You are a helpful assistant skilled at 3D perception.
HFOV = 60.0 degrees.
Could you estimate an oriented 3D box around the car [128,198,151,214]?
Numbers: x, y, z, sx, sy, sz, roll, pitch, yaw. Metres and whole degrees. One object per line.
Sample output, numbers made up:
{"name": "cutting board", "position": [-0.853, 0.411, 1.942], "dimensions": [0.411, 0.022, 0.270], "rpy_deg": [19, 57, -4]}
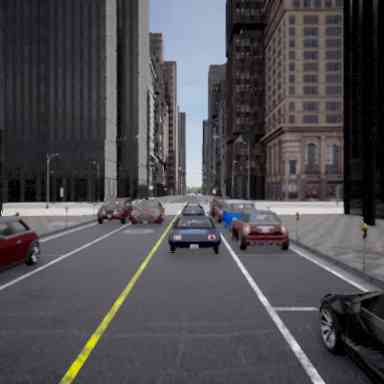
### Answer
{"name": "car", "position": [-5.748, 1.524, 36.840], "dimensions": [1.967, 1.590, 4.097], "rpy_deg": [0, 0, 0]}

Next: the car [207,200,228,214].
{"name": "car", "position": [2.777, 1.633, 36.836], "dimensions": [2.008, 1.369, 4.403], "rpy_deg": [0, 0, 0]}

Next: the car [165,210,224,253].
{"name": "car", "position": [0.098, 1.632, 13.916], "dimensions": [1.895, 1.301, 4.718], "rpy_deg": [0, 0, 0]}

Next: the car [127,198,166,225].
{"name": "car", "position": [-3.081, 1.406, 24.190], "dimensions": [2.097, 1.767, 4.553], "rpy_deg": [0, 0, 0]}

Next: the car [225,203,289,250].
{"name": "car", "position": [2.766, 1.472, 14.429], "dimensions": [1.967, 1.590, 4.097], "rpy_deg": [0, 0, 0]}

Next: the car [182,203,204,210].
{"name": "car", "position": [0.105, 1.630, 29.660], "dimensions": [1.994, 1.385, 4.181], "rpy_deg": [0, 0, 0]}

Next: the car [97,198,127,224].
{"name": "car", "position": [-5.754, 1.373, 25.636], "dimensions": [2.192, 1.841, 5.009], "rpy_deg": [0, 0, 0]}

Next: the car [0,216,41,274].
{"name": "car", "position": [-5.762, 1.460, 8.829], "dimensions": [1.967, 1.590, 4.097], "rpy_deg": [0, 0, 0]}

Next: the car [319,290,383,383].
{"name": "car", "position": [2.761, 1.573, 3.226], "dimensions": [1.947, 1.339, 4.313], "rpy_deg": [0, 0, 0]}

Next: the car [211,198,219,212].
{"name": "car", "position": [2.772, 1.497, 25.632], "dimensions": [1.967, 1.590, 4.097], "rpy_deg": [0, 0, 0]}

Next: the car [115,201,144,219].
{"name": "car", "position": [-5.751, 1.596, 31.067], "dimensions": [1.752, 1.417, 4.829], "rpy_deg": [0, 0, 0]}

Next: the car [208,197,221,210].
{"name": "car", "position": [2.774, 1.385, 31.235], "dimensions": [2.192, 1.841, 5.009], "rpy_deg": [0, 0, 0]}

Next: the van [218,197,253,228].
{"name": "van", "position": [2.769, 1.386, 20.032], "dimensions": [1.690, 1.788, 3.998], "rpy_deg": [0, 0, 0]}
